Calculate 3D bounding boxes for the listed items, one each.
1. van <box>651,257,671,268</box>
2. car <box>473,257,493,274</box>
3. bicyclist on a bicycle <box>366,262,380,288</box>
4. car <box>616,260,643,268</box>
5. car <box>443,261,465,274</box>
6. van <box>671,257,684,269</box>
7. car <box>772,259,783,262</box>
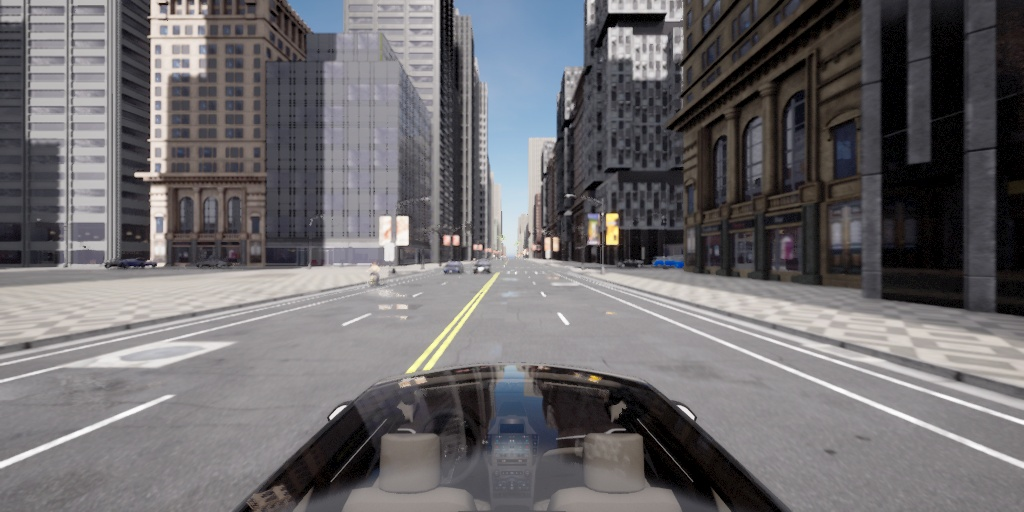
[{"bbox_3d":[24.742,1.017,58.204,3.998,1.789,1.690,0,0,0],"label":"van"},{"bbox_3d":[-3.268,1.225,40.294,2.128,1.511,4.902,0,0,0],"label":"car"},{"bbox_3d":[-8.752,1.177,22.742,0.866,1.612,1.509,0,0,0],"label":"bicyclist on a bicycle"},{"bbox_3d":[19.124,1.238,58.228,4.403,1.370,2.007,0,0,0],"label":"car"},{"bbox_3d":[-6.510,1.280,40.892,2.033,1.411,5.357,0,0,0],"label":"car"},{"bbox_3d":[24.708,1.011,49.679,3.998,1.789,1.690,0,0,0],"label":"van"},{"bbox_3d":[35.945,1.231,49.632,4.207,1.307,1.802,0,0,0],"label":"car"}]
